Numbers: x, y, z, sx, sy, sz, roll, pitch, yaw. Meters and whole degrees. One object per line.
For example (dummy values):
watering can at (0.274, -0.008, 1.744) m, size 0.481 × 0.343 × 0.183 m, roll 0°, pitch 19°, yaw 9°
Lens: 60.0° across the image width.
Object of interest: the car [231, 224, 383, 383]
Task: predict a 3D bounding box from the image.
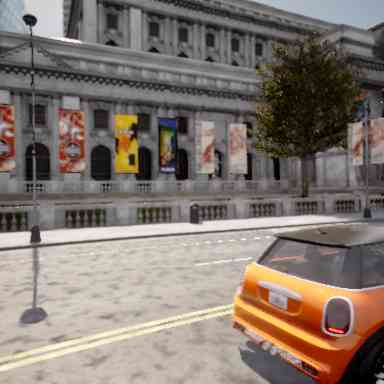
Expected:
car at (2.894, 1.271, 4.959) m, size 4.553 × 1.767 × 2.097 m, roll -1°, pitch 1°, yaw -28°
